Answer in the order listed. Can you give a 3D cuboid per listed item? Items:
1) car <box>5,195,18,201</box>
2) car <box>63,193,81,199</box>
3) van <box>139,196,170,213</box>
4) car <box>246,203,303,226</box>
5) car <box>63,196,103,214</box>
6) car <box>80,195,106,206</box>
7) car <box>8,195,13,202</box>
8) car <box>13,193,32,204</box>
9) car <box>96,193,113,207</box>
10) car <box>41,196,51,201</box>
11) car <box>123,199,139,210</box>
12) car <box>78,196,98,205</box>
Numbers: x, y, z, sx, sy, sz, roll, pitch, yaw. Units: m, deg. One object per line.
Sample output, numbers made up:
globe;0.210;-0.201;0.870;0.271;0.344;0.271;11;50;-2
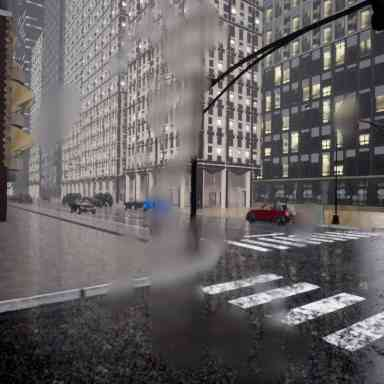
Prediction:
car;-40.296;1.378;74.368;2.008;1.369;4.403;1;-1;-35
car;-20.002;1.183;55.628;2.150;2.045;5.566;1;-1;-35
van;-4.026;1.382;37.774;1.690;1.788;3.998;1;-1;-35
car;5.785;1.505;23.957;1.967;1.590;4.097;1;-1;-35
car;-10.861;1.427;32.921;2.008;1.369;4.403;1;-1;-35
car;-14.540;1.536;48.024;1.994;1.385;4.181;1;-1;-37
car;-37.027;1.397;69.763;1.947;1.339;4.313;1;-1;-35
car;-30.481;1.155;60.555;2.192;1.841;5.009;1;-1;-35
car;-14.448;1.255;53.171;2.150;2.045;5.566;1;-1;-35
car;-36.737;1.571;83.825;1.802;1.307;4.206;1;-1;-35
car;-7.300;1.584;42.377;2.008;1.369;4.403;1;-1;-35
car;-18.457;1.526;58.874;1.837;1.490;4.892;1;-1;-35
